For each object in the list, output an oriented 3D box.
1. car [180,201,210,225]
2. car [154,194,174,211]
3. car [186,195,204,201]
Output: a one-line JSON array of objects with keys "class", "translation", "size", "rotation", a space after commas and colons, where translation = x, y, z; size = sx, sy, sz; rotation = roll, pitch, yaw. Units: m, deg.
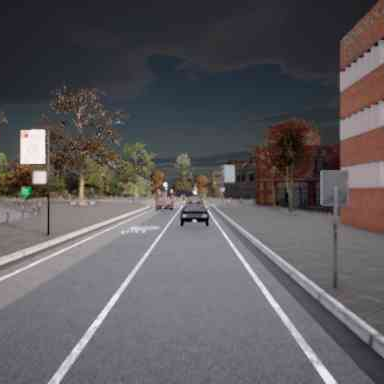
[{"class": "car", "translation": [0.176, 1.504, 22.891], "size": [1.895, 1.301, 4.718], "rotation": [0, 0, 0]}, {"class": "car", "translation": [-3.070, 1.309, 37.698], "size": [1.882, 1.535, 5.008], "rotation": [0, 0, 0]}, {"class": "car", "translation": [0.321, 1.169, 39.738], "size": [2.097, 1.767, 4.553], "rotation": [0, 0, 1]}]
